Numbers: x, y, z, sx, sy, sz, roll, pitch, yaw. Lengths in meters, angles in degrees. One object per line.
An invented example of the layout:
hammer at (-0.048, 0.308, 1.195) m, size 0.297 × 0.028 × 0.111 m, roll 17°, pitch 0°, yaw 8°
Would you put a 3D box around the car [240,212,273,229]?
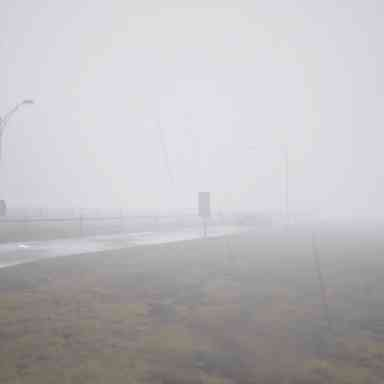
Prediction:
car at (6.518, 2.803, 33.226) m, size 1.837 × 1.490 × 4.892 m, roll -2°, pitch -3°, yaw 35°
